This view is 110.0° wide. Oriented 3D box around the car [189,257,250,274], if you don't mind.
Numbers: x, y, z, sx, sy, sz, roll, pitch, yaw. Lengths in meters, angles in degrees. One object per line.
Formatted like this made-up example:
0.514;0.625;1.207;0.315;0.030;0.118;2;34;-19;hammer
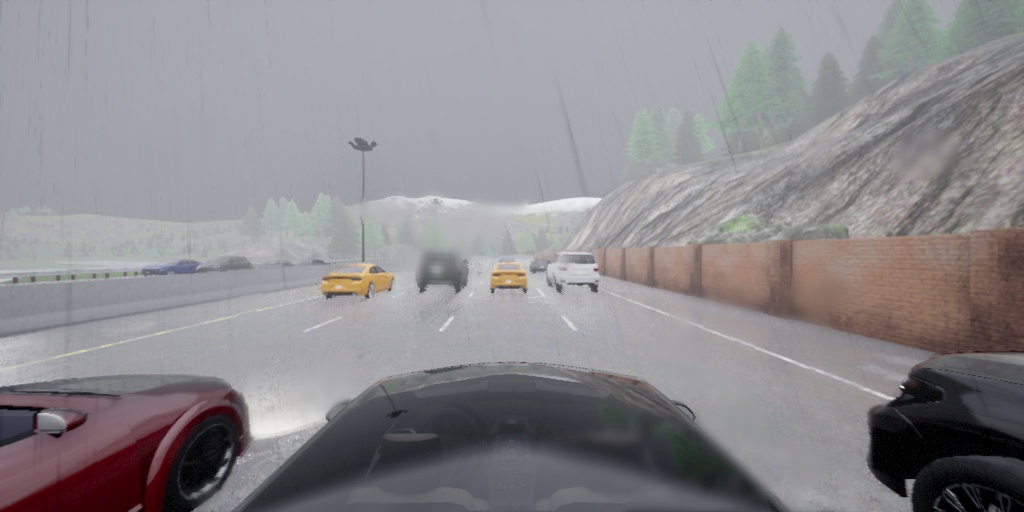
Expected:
-25.111;0.880;31.490;2.097;1.767;4.553;0;0;-1;car

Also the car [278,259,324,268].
-18.119;1.030;31.898;1.837;1.490;4.892;0;0;-1;car

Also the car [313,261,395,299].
-7.142;1.113;17.166;1.882;1.535;5.008;0;0;-1;car

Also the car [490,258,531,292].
-0.193;1.092;20.013;1.882;1.535;5.008;0;0;-1;car

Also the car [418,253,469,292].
-3.694;0.835;20.052;2.150;2.045;5.566;0;0;-1;car

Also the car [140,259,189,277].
-28.595;1.013;30.561;1.882;1.535;5.008;0;0;-1;car

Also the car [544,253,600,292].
3.305;0.833;20.165;2.150;2.045;5.566;0;0;-1;car

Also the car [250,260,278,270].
-21.644;1.079;33.317;1.994;1.385;4.181;0;0;-1;car

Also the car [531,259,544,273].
2.968;1.047;37.812;1.994;1.385;4.181;0;0;-1;car

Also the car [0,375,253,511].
-3.417;1.314;1.626;1.994;1.385;4.181;0;0;0;car
